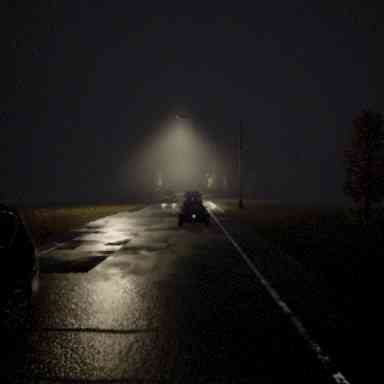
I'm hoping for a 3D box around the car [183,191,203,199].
[{"bbox_3d":[0.097,0.841,40.410,2.150,2.045,5.566,0,1,0],"label":"car"}]

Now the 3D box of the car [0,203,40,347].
[{"bbox_3d":[-3.598,1.189,3.283,2.150,2.045,5.566,0,1,0],"label":"car"}]

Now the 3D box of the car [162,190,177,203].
[{"bbox_3d":[-3.540,0.719,53.188,2.150,2.045,5.566,0,1,1],"label":"car"}]

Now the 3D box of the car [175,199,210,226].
[{"bbox_3d":[0.107,1.360,21.526,1.994,1.385,4.181,0,1,0],"label":"car"}]
